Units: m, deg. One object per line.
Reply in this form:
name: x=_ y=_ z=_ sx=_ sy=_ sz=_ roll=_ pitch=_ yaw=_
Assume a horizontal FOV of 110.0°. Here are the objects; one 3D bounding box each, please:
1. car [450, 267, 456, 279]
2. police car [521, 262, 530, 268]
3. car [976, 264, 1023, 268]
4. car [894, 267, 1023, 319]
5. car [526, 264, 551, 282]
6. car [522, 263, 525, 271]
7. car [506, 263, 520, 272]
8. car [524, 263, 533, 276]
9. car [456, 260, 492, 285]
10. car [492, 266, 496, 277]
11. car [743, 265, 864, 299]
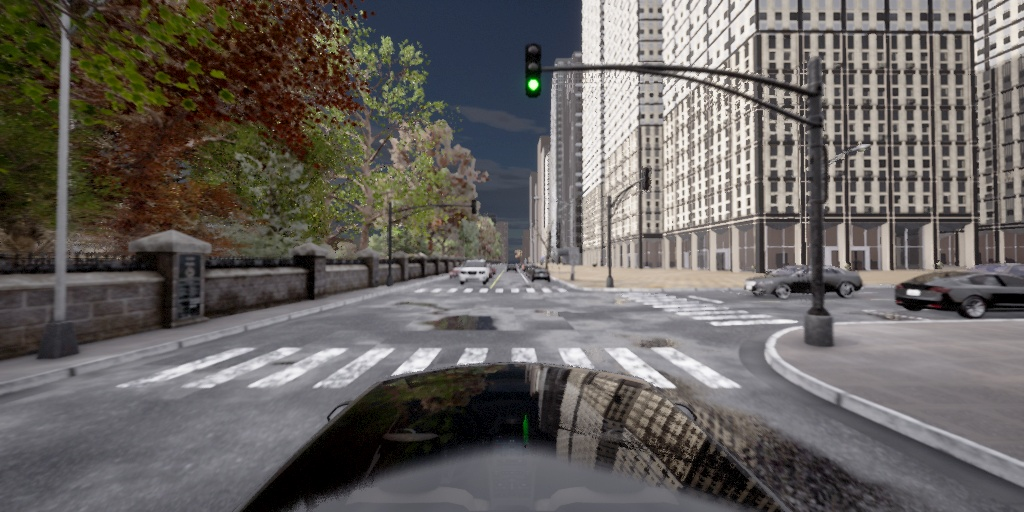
car: x=-5.765 y=1.833 z=39.420 sx=1.802 sy=1.307 sz=4.207 roll=0 pitch=0 yaw=0
police car: x=3.015 y=1.991 z=62.235 sx=1.930 sy=1.638 sz=5.238 roll=0 pitch=-1 yaw=0
car: x=23.530 y=1.077 z=17.123 sx=5.357 sy=1.411 sz=2.033 roll=-1 pitch=-1 yaw=-1
car: x=14.668 y=1.147 z=11.252 sx=4.313 sy=1.339 sz=1.948 roll=0 pitch=0 yaw=0
car: x=2.626 y=1.740 z=33.805 sx=1.948 sy=1.339 sz=4.313 roll=0 pitch=0 yaw=0
car: x=2.604 y=1.893 z=45.069 sx=1.948 sy=1.339 sz=4.313 roll=0 pitch=0 yaw=0
car: x=-0.020 y=2.080 z=62.852 sx=1.837 sy=1.490 sz=4.892 roll=0 pitch=-1 yaw=0
car: x=2.615 y=1.816 z=39.437 sx=1.948 sy=1.339 sz=4.313 roll=0 pitch=0 yaw=0
car: x=-3.155 y=1.359 z=31.024 sx=2.150 sy=2.045 sz=5.566 roll=0 pitch=-1 yaw=0
car: x=-3.161 y=1.797 z=40.897 sx=1.812 sy=1.442 sz=4.674 roll=0 pitch=-1 yaw=0
car: x=13.711 y=1.188 z=17.057 sx=4.902 sy=1.511 sz=2.128 roll=-1 pitch=-1 yaw=0
